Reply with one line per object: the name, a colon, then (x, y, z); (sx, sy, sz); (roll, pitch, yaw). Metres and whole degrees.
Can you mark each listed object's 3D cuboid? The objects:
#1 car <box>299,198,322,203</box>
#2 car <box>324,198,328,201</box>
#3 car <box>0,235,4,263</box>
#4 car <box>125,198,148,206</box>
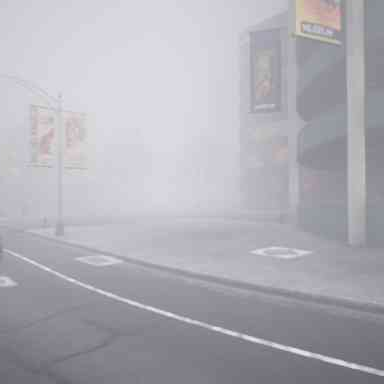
car: (14.919, 1.600, 44.239); (4.674, 1.452, 2.002); (0, -1, -43)
car: (21.120, 1.752, 55.522); (4.786, 1.482, 2.161); (0, -1, -43)
car: (-7.947, 1.628, 11.442); (2.128, 1.511, 4.902); (0, -1, -42)
car: (-11.332, 1.962, 67.597); (4.553, 1.767, 2.097); (0, -1, -42)
